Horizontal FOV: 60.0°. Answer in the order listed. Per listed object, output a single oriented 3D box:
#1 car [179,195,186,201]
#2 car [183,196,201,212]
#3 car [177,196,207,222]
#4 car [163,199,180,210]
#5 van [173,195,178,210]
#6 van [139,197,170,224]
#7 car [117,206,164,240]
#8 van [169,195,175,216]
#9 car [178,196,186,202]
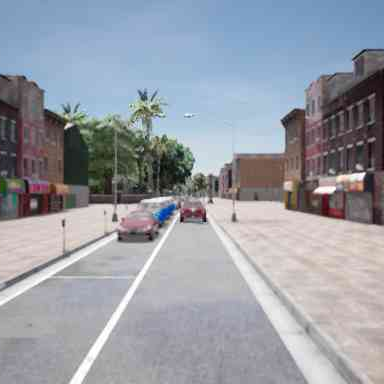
[{"bbox_3d":[-2.648,1.791,93.605,1.967,1.590,4.097,0,0,0],"label":"car"},{"bbox_3d":[0.067,1.440,40.914,2.097,1.767,4.553,0,0,0],"label":"car"},{"bbox_3d":[0.093,1.407,27.250,2.097,1.767,4.553,0,0,0],"label":"car"},{"bbox_3d":[-2.642,1.649,44.305,2.008,1.369,4.403,0,0,0],"label":"car"},{"bbox_3d":[-2.641,1.411,33.377,1.690,1.788,3.998,0,0,0],"label":"van"},{"bbox_3d":[-2.640,1.384,22.449,1.690,1.788,3.998,0,0,0],"label":"van"},{"bbox_3d":[-2.639,1.611,16.984,1.802,1.307,4.206,0,0,0],"label":"car"},{"bbox_3d":[-2.640,1.398,27.913,1.690,1.788,3.998,0,0,0],"label":"van"},{"bbox_3d":[-2.648,1.751,87.917,1.967,1.590,4.097,0,0,0],"label":"car"}]
